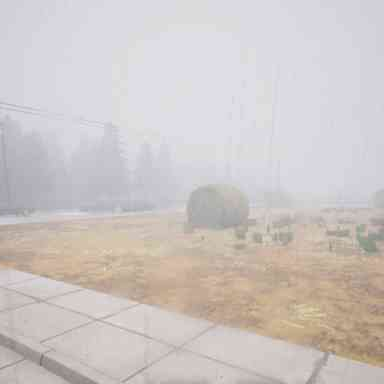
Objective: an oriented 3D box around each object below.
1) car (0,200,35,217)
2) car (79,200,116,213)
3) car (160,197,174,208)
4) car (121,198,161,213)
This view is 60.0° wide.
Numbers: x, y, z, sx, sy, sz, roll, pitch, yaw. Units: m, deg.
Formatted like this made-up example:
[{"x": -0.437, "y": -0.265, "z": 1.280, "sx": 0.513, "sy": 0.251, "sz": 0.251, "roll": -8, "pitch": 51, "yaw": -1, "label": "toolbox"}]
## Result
[{"x": -16.621, "y": 1.522, "z": 29.725, "sx": 2.128, "sy": 1.511, "sz": 4.902, "roll": 0, "pitch": 0, "yaw": 37, "label": "car"}, {"x": -10.673, "y": 1.594, "z": 37.749, "sx": 1.994, "sy": 1.385, "sz": 4.181, "roll": 0, "pitch": 0, "yaw": 36, "label": "car"}, {"x": -4.515, "y": 1.535, "z": 46.029, "sx": 1.837, "sy": 1.490, "sz": 4.892, "roll": 0, "pitch": 0, "yaw": 36, "label": "car"}, {"x": -5.979, "y": 1.593, "z": 37.867, "sx": 1.994, "sy": 1.385, "sz": 4.181, "roll": 0, "pitch": 0, "yaw": 37, "label": "car"}]
